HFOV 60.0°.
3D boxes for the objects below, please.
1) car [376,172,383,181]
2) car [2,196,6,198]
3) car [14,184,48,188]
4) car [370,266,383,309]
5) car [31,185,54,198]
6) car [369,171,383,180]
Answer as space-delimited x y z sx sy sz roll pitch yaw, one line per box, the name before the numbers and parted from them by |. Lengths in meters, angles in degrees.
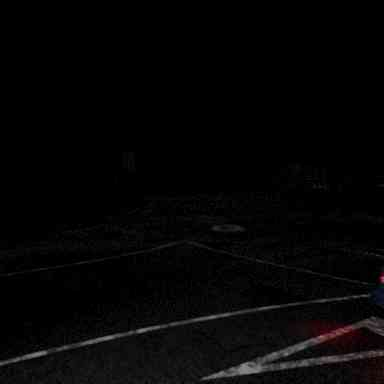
car | 46.107 -3.286 77.185 4.674 1.452 2.002 -2 7 -9
car | -24.989 -0.038 49.666 2.435 2.045 5.566 -1 1 14
car | -22.531 -0.059 47.942 2.435 2.045 5.566 -1 1 14
car | 5.749 1.561 5.540 5.357 1.411 2.033 1 1 -14
car | -20.050 0.170 46.323 2.231 1.521 4.892 -1 1 13
car | 46.488 -3.664 80.123 5.366 1.575 1.946 -2 7 -9
